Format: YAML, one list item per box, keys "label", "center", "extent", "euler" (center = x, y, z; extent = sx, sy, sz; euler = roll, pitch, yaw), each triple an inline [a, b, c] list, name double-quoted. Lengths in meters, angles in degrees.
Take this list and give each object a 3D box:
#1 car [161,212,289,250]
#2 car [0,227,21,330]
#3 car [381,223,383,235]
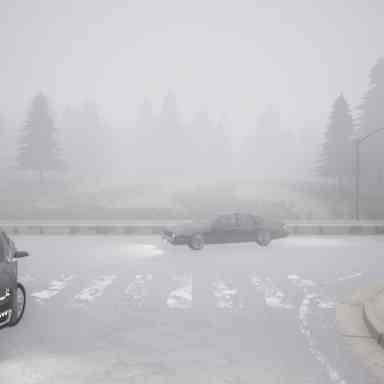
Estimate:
- label: "car"
  center: [1.460, 1.552, 14.170]
  extent: [5.357, 1.411, 2.033]
  euler: [0, 0, -20]
- label: "car"
  center: [-4.456, 1.507, 6.530]
  extent: [1.837, 1.490, 4.892]
  euler: [0, 0, -28]
- label: "car"
  center: [11.239, 1.496, 15.048]
  extent: [4.902, 1.511, 2.128]
  euler: [0, 0, 0]
